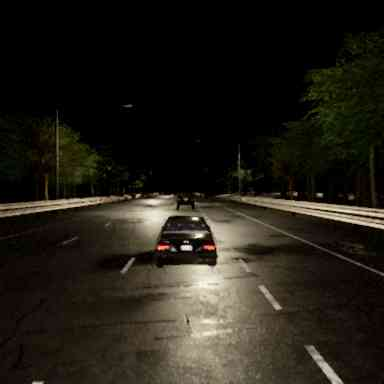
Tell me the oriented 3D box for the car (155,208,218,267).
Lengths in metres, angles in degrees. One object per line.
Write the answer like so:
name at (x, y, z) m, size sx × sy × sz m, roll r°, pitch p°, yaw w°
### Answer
car at (-0.197, 1.505, 11.253) m, size 2.033 × 1.411 × 5.357 m, roll 0°, pitch 0°, yaw -1°

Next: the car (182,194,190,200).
car at (-1.514, 1.176, 79.119) m, size 1.882 × 1.535 × 5.008 m, roll 0°, pitch 0°, yaw -1°

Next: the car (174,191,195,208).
car at (-0.792, 1.062, 41.933) m, size 2.150 × 2.045 × 5.566 m, roll 0°, pitch 0°, yaw -1°
